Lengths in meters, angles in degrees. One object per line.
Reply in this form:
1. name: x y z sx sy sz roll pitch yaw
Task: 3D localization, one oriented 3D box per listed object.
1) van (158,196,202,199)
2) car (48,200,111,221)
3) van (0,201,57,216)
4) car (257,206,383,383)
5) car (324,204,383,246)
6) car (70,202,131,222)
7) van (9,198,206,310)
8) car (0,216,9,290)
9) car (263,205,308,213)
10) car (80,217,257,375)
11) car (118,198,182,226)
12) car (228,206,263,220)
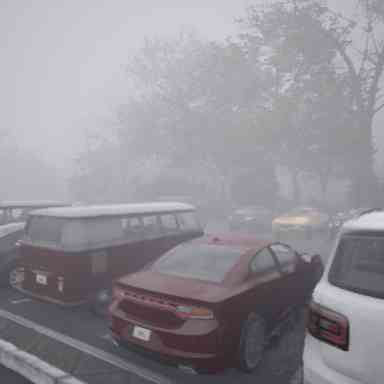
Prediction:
1. van: -0.679 1.287 23.130 1.878 1.987 4.442 0 0 35
2. car: -9.810 1.574 29.503 2.097 1.535 5.008 -1 0 36
3. van: -6.070 1.277 10.627 1.878 1.987 4.442 0 0 35
4. car: 3.153 1.216 4.247 2.435 2.045 5.566 0 0 35
5. car: 8.331 1.478 16.571 2.097 1.535 5.008 0 0 35
6. car: -7.543 1.595 27.882 2.002 1.452 4.674 0 0 36
7. van: -1.367 1.259 7.567 1.878 1.987 4.442 0 0 35
8. car: -3.721 1.495 9.091 2.231 1.521 4.892 0 0 35
9. car: 5.956 1.484 18.039 1.946 1.575 5.366 0 0 35
10. car: 0.848 1.476 5.843 2.097 1.535 5.008 0 0 35
11. car: -3.029 1.399 24.623 2.185 1.767 4.553 0 0 35
12. car: 3.793 1.535 19.802 2.002 1.452 4.674 0 0 35
